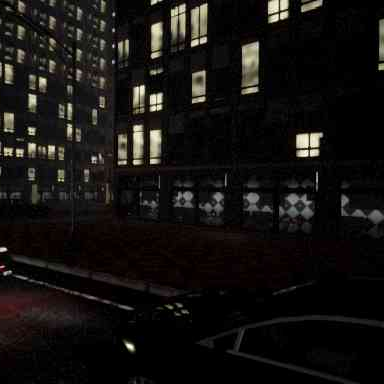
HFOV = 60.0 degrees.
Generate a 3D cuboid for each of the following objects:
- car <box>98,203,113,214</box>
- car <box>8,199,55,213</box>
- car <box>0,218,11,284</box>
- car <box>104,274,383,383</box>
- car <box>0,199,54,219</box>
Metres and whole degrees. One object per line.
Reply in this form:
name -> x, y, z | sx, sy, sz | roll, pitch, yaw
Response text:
car -> -8.849, 1.829, 39.766 | 1.752, 1.417, 4.829 | 1, 0, 36
car -> -19.145, 1.642, 39.917 | 1.752, 1.417, 4.829 | 1, 0, 36
car -> -6.346, 1.487, 8.185 | 4.902, 1.511, 2.128 | 0, 0, 36
car -> 1.335, 1.491, 2.728 | 4.902, 1.511, 2.128 | 0, 0, 35
car -> -15.636, 1.519, 30.546 | 2.192, 1.841, 5.009 | 1, 0, 36
